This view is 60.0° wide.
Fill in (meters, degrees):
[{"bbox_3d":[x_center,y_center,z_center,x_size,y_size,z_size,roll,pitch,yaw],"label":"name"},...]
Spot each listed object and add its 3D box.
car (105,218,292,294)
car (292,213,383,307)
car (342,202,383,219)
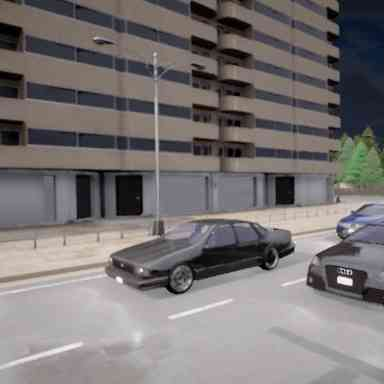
[{"bbox_3d":[0.532,1.432,8.758,5.357,1.411,2.033,-2,1,-38],"label":"car"},{"bbox_3d":[4.380,1.393,7.242,4.181,1.385,1.994,-2,1,-36],"label":"car"},{"bbox_3d":[8.121,1.195,14.375,4.674,1.442,1.812,-2,1,-37],"label":"car"}]
